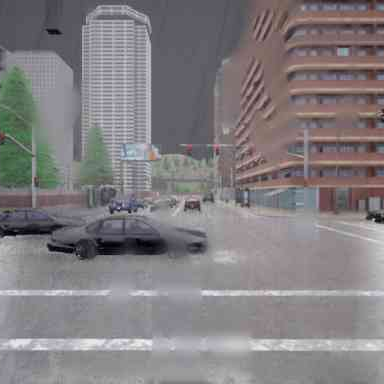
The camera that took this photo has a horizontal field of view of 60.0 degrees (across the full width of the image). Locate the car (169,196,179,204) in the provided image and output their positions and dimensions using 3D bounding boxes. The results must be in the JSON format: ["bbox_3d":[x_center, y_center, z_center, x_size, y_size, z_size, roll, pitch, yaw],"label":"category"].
[{"bbox_3d":[-3.607,1.526,67.022,1.812,1.442,4.674,0,0,0],"label":"car"}]

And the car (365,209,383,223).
[{"bbox_3d":[15.002,1.492,23.249,5.357,1.411,2.033,0,0,-12],"label":"car"}]

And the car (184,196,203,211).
[{"bbox_3d":[0.046,1.477,41.677,1.882,1.535,5.008,0,0,0],"label":"car"}]

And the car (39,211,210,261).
[{"bbox_3d":[-2.095,1.532,11.568,5.357,1.411,2.033,0,0,0],"label":"car"}]

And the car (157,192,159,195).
[{"bbox_3d":[-7.127,1.352,64.787,2.097,1.767,4.553,0,0,0],"label":"car"}]

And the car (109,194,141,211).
[{"bbox_3d":[-7.146,1.222,35.199,2.150,2.045,5.566,0,0,0],"label":"car"}]

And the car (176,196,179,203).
[{"bbox_3d":[-3.656,1.547,57.066,2.033,1.411,5.357,0,0,0],"label":"car"}]

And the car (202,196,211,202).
[{"bbox_3d":[3.400,1.576,78.247,1.895,1.301,4.718,0,0,0],"label":"car"}]

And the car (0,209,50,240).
[{"bbox_3d":[-7.996,1.537,16.508,5.357,1.411,2.033,0,0,-22],"label":"car"}]

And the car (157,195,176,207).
[{"bbox_3d":[-3.652,1.526,47.355,1.812,1.442,4.674,0,0,0],"label":"car"}]

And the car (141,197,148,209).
[{"bbox_3d":[-7.158,1.547,45.449,2.033,1.411,5.357,0,0,0],"label":"car"}]

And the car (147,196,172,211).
[{"bbox_3d":[-3.647,1.526,38.259,1.812,1.442,4.674,0,0,0],"label":"car"}]

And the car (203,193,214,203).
[{"bbox_3d":[3.412,1.221,68.680,2.150,2.045,5.566,0,0,0],"label":"car"}]

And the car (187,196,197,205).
[{"bbox_3d":[0.032,1.525,61.530,1.812,1.442,4.674,0,0,0],"label":"car"}]
